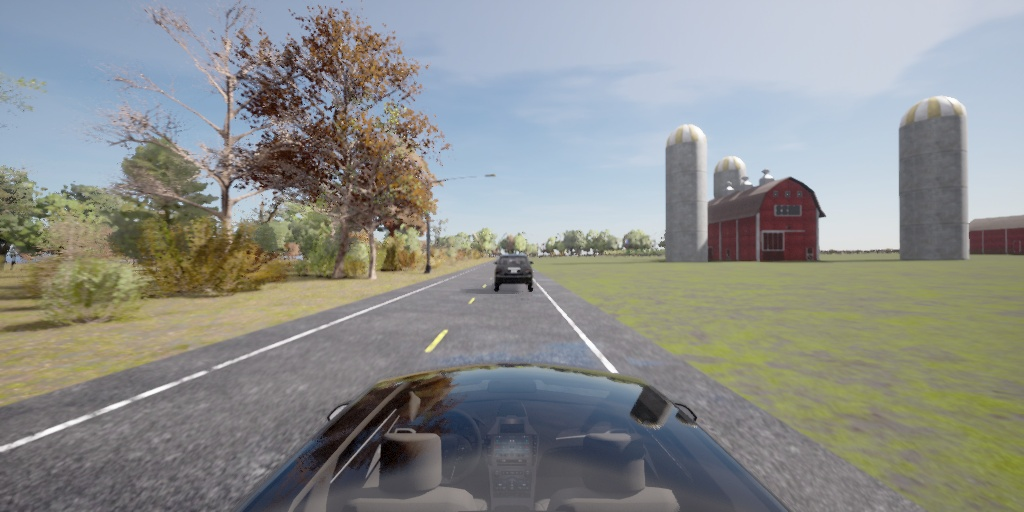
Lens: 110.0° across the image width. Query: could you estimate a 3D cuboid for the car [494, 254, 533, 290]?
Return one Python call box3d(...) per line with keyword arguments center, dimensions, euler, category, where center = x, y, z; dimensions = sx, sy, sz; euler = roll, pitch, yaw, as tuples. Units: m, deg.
box3d(center=(0.097, 0.910, 21.832), dimensions=(2.150, 2.045, 5.566), euler=(0, 0, 0), category="car")
